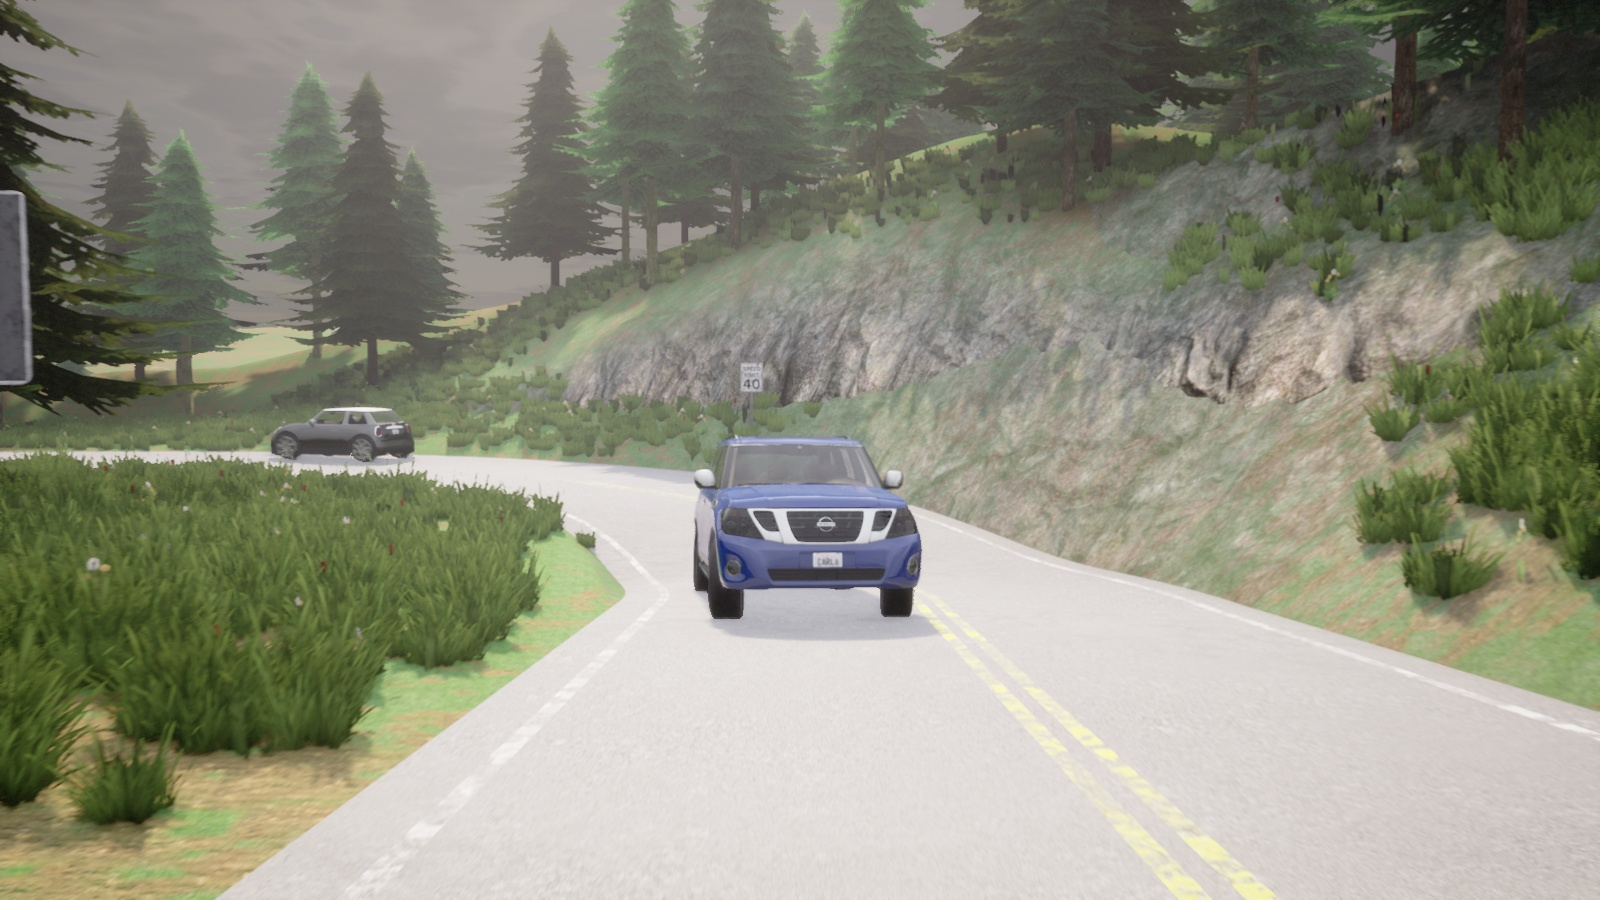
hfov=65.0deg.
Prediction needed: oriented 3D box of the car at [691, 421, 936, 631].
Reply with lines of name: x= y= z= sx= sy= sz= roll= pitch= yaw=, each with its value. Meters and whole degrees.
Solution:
car: x=-0.098 y=0.814 z=15.125 sx=2.150 sy=2.045 sz=5.566 roll=0 pitch=-2 yaw=-8

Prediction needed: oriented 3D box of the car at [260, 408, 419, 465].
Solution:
car: x=-13.073 y=-0.415 z=35.745 sx=3.806 sy=1.475 sz=1.970 roll=1 pitch=4 yaw=18
